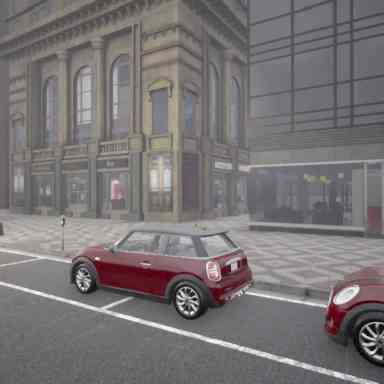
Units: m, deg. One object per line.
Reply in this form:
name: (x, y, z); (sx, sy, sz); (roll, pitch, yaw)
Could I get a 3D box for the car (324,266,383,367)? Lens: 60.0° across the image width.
car: (3.927, 1.440, 4.336); (4.097, 1.590, 1.967); (0, 0, 32)

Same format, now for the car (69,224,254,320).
car: (-0.832, 1.443, 7.360); (4.097, 1.590, 1.967); (0, 0, 32)
